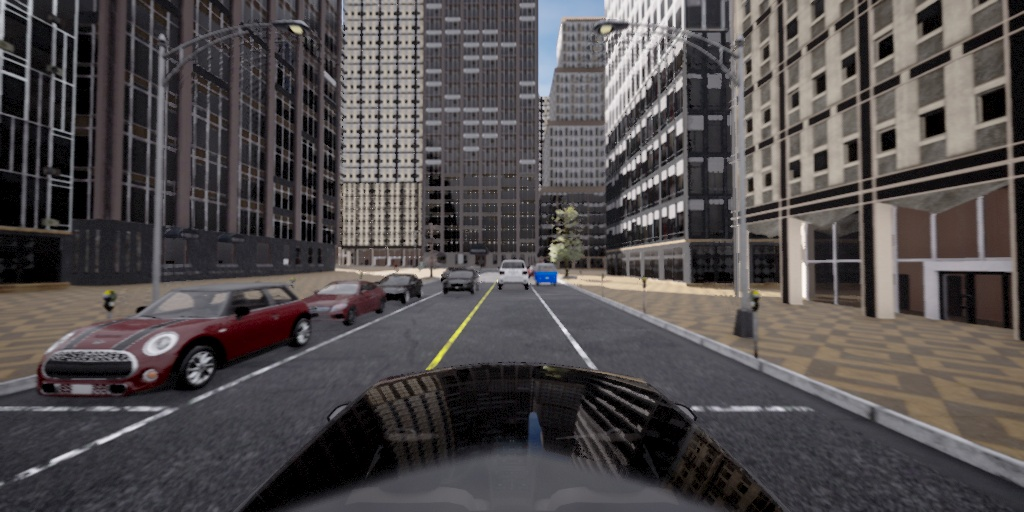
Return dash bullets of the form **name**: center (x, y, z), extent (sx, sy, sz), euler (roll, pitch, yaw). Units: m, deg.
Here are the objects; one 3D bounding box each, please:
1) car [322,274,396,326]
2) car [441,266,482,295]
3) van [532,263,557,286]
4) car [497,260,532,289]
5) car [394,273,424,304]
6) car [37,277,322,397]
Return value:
- **car**: center (-5.688, 1.486, 12.372), extent (1.802, 1.307, 4.207), euler (0, 0, 0)
- **car**: center (-3.098, 1.556, 22.577), extent (1.837, 1.490, 4.892), euler (0, -1, 0)
- **van**: center (2.694, 1.488, 29.292), extent (1.690, 1.789, 3.998), euler (0, 0, 0)
- **car**: center (0.096, 1.333, 26.809), extent (2.150, 2.045, 5.566), euler (0, -1, 0)
- **car**: center (-5.688, 1.551, 18.014), extent (1.948, 1.339, 4.313), euler (0, 0, 0)
- **car**: center (-5.689, 1.262, 6.730), extent (1.967, 1.591, 4.097), euler (0, 0, 0)
